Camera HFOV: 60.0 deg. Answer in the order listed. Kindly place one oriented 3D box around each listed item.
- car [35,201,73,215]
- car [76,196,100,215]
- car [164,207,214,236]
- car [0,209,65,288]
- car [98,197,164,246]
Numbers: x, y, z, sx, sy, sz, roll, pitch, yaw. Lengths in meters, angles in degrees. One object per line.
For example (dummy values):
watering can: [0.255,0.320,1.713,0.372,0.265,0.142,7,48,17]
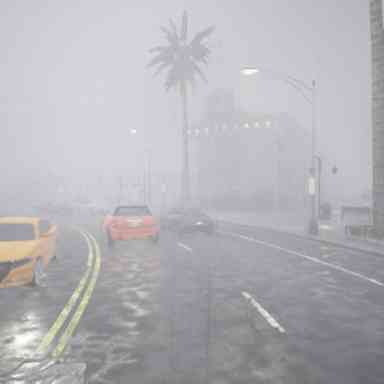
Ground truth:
car: [-12.913,1.504,30.849,1.895,1.301,4.718,0,0,-44]
car: [-9.533,1.425,32.241,1.812,1.442,4.674,0,0,-43]
car: [-0.421,1.507,18.221,1.994,1.385,4.181,0,0,-22]
car: [-4.891,1.448,9.141,1.882,1.535,5.008,0,0,-14]
car: [-2.992,1.304,15.314,2.097,1.767,4.553,0,0,-19]
